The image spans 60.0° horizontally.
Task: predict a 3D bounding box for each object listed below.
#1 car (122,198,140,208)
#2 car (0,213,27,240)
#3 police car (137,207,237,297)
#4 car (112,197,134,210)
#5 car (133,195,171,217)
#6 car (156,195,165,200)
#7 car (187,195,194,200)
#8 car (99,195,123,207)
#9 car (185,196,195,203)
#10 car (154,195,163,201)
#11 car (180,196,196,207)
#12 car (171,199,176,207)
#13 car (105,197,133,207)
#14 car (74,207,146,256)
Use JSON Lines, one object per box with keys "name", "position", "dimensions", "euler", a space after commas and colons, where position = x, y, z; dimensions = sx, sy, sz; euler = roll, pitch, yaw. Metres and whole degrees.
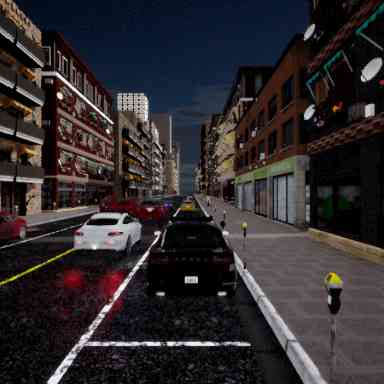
{"name": "car", "position": [-8.834, 1.543, 48.430], "dimensions": [1.887, 1.381, 4.507], "euler": [0, 0, 0]}
{"name": "car", "position": [-8.835, 1.583, 14.612], "dimensions": [1.802, 1.307, 4.206], "euler": [0, 0, 0]}
{"name": "police car", "position": [-0.011, 1.425, 8.759], "dimensions": [1.930, 1.638, 5.238], "euler": [0, 0, 0]}
{"name": "car", "position": [-8.834, 1.439, 42.793], "dimensions": [1.967, 1.590, 4.097], "euler": [0, 0, 0]}
{"name": "car", "position": [-3.063, 1.352, 26.410], "dimensions": [2.097, 1.767, 4.553], "euler": [0, 0, 0]}
{"name": "car", "position": [-8.834, 1.539, 93.519], "dimensions": [2.008, 1.369, 4.403], "euler": [0, 0, 0]}
{"name": "car", "position": [-0.452, 1.513, 93.685], "dimensions": [1.752, 1.417, 4.829], "euler": [0, 0, 0]}
{"name": "car", "position": [-8.833, 1.314, 37.157], "dimensions": [2.192, 1.841, 5.009], "euler": [0, 0, 0]}
{"name": "car", "position": [-0.453, 1.545, 70.970], "dimensions": [2.008, 1.369, 4.403], "euler": [0, 0, 0]}
{"name": "car", "position": [-8.834, 1.541, 87.882], "dimensions": [2.008, 1.369, 4.403], "euler": [0, 0, 0]}
{"name": "car", "position": [-0.454, 1.525, 37.323], "dimensions": [1.752, 1.417, 4.829], "euler": [0, 0, 0]}
{"name": "car", "position": [-3.061, 1.547, 40.782], "dimensions": [2.033, 1.411, 5.357], "euler": [0, 0, 0]}
{"name": "car", "position": [-6.241, 1.478, 30.655], "dimensions": [1.882, 1.535, 5.008], "euler": [0, 0, 0]}
{"name": "car", "position": [-3.141, 1.526, 13.056], "dimensions": [1.812, 1.442, 4.674], "euler": [0, 0, 0]}
